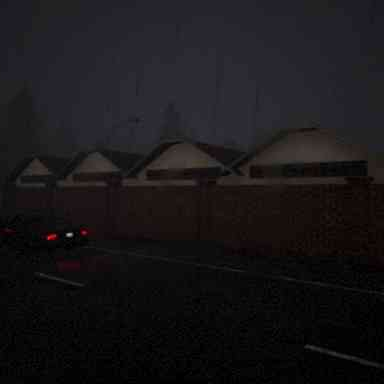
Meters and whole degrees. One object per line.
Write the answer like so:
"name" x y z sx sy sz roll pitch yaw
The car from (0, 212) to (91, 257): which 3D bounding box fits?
"car" -6.180 1.488 12.699 5.357 1.411 2.033 0 0 36
